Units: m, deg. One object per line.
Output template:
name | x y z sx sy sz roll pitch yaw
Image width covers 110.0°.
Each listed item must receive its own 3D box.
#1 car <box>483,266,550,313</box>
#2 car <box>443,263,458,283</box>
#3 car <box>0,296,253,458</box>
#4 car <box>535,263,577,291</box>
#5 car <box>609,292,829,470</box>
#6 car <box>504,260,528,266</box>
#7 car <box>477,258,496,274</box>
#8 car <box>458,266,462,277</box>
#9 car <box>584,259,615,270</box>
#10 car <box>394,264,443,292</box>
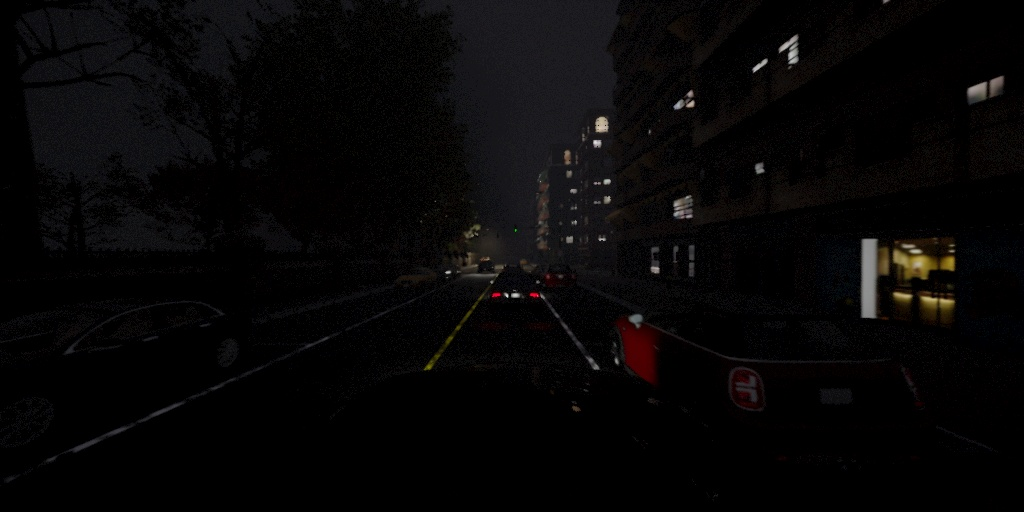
car | 0.109 1.299 13.893 2.033 1.411 5.357 0 0 0
car | -5.672 1.310 27.441 2.007 1.370 4.403 0 0 0
car | -5.686 1.301 4.920 2.007 1.370 4.403 0 0 0
car | 2.705 1.195 21.806 1.967 1.591 4.097 0 0 0
car | 2.694 1.190 4.916 1.967 1.591 4.097 0 0 0
car | 0.120 1.327 32.216 1.994 1.385 4.181 0 0 0
car | -2.987 1.281 42.400 1.837 1.490 4.892 0 -1 0
car | -5.669 1.290 32.901 1.751 1.417 4.829 0 0 0
car | 14.635 1.378 60.040 5.009 1.841 2.192 0 0 0
car | -5.676 1.281 21.641 1.751 1.417 4.829 0 0 0
